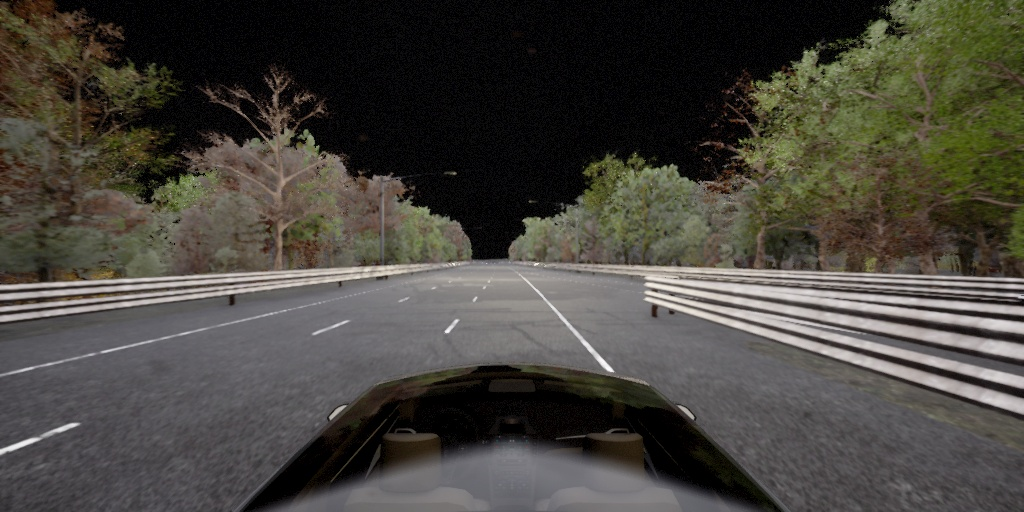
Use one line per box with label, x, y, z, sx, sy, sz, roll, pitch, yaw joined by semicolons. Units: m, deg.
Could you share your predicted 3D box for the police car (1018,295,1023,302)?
police car;12.574;1.349;7.392;2.038;1.542;4.974;0;-1;-13
